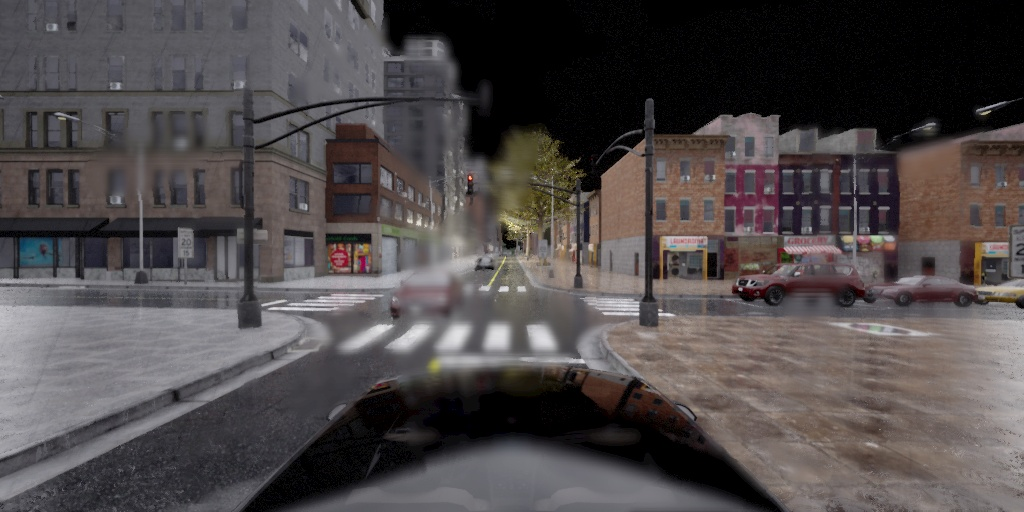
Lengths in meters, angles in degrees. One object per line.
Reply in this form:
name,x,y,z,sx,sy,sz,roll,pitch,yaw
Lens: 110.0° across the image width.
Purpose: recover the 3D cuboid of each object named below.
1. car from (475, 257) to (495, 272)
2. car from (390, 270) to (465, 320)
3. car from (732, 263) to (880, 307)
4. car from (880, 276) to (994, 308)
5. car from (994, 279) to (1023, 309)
car,-2.844,0.861,38.496,1.882,1.535,5.008,0,2,0
car,-2.768,1.245,12.645,1.812,1.442,4.674,1,1,0
car,12.666,1.203,15.955,5.009,1.841,2.192,0,0,0
car,18.068,1.547,15.977,4.207,1.307,1.802,0,0,0
car,23.301,1.567,15.999,4.829,1.417,1.751,0,0,0
